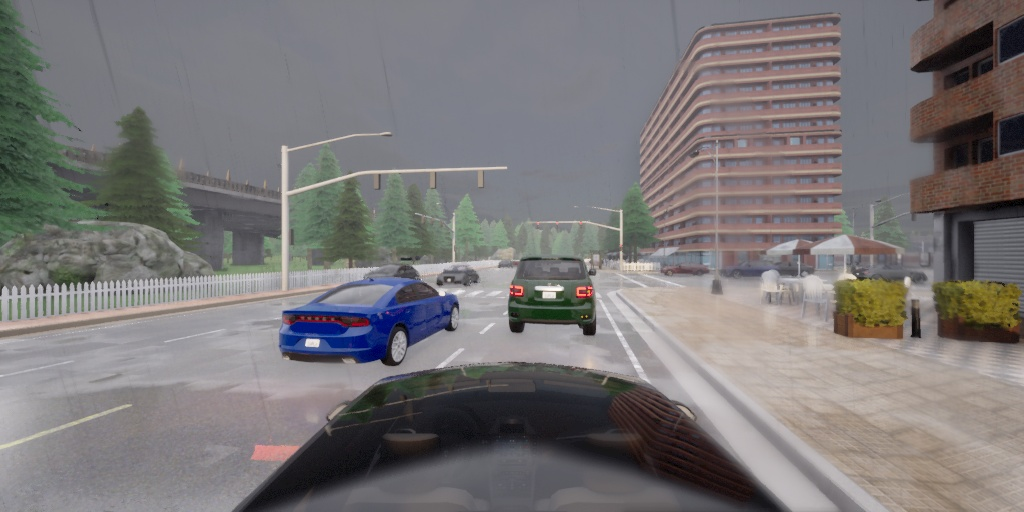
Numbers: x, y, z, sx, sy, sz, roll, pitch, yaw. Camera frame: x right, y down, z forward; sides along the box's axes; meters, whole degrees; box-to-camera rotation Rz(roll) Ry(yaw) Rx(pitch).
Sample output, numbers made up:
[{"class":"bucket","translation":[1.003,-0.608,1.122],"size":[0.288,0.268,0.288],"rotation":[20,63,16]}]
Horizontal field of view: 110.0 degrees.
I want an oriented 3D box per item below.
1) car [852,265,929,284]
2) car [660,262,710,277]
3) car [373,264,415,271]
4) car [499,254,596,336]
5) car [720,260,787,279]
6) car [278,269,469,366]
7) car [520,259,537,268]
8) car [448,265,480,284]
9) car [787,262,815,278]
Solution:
[{"class":"car","translation":[28.809,1.369,27.464],"size":[4.181,1.385,1.994],"rotation":[0,0,10]},{"class":"car","translation":[17.680,1.330,36.783],"size":[4.674,1.442,1.812],"rotation":[0,0,12]},{"class":"car","translation":[-7.453,1.254,22.472],"size":[1.837,1.490,4.892],"rotation":[0,0,10]},{"class":"car","translation":[1.314,0.971,10.700],"size":[2.150,2.045,5.566],"rotation":[0,0,10]},{"class":"car","translation":[21.500,1.157,32.476],"size":[4.553,1.767,2.097],"rotation":[0,0,10]},{"class":"car","translation":[-2.713,1.228,8.118],"size":[1.882,1.535,5.008],"rotation":[0,0,10]},{"class":"car","translation":[2.842,1.240,60.650],"size":[2.128,1.511,4.902],"rotation":[0,0,10]},{"class":"car","translation":[-3.580,1.315,24.271],"size":[1.994,1.385,4.181],"rotation":[0,0,10]},{"class":"car","translation":[26.595,1.310,35.116],"size":[4.892,1.490,1.837],"rotation":[0,0,10]}]
